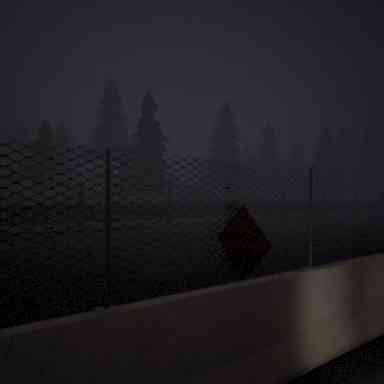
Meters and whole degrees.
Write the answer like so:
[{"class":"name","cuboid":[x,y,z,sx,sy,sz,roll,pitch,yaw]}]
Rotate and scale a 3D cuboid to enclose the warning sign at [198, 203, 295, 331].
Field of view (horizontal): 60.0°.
[{"class":"warning sign","cuboid":[0.923,1.153,5.815,1.060,1.860,1.300,1,0,-35]}]
